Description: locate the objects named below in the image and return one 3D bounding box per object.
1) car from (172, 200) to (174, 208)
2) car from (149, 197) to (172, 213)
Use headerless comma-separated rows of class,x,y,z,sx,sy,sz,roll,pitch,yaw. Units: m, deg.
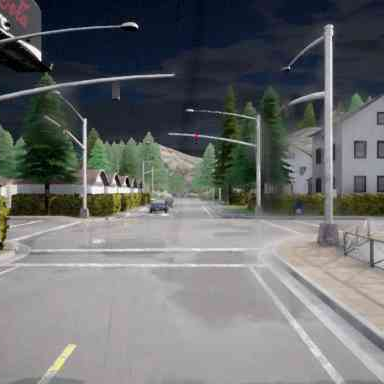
car,-3.591,1.505,47.085,1.837,1.490,4.892,0,0,0
car,-3.597,1.526,37.117,1.812,1.442,4.674,0,0,0
